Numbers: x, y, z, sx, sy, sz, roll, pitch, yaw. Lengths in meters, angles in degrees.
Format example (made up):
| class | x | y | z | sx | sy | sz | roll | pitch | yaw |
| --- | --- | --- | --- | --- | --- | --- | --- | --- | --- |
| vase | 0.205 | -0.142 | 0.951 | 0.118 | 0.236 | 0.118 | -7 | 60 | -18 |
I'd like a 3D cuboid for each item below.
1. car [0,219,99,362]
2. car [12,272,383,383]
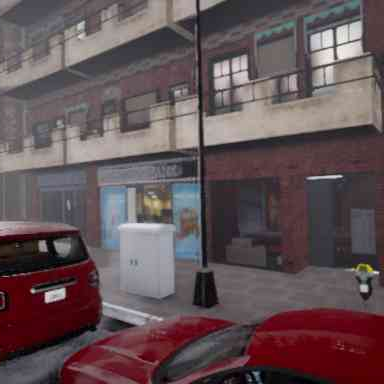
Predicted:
| class | x | y | z | sx | sy | sz | roll | pitch | yaw |
| --- | --- | --- | --- | --- | --- | --- | --- | --- | --- |
| car | -3.625 | 1.379 | 5.482 | 5.009 | 1.841 | 2.192 | -1 | -1 | 36 |
| car | 0.885 | 1.550 | 2.260 | 4.507 | 1.381 | 1.887 | -1 | -1 | 36 |
